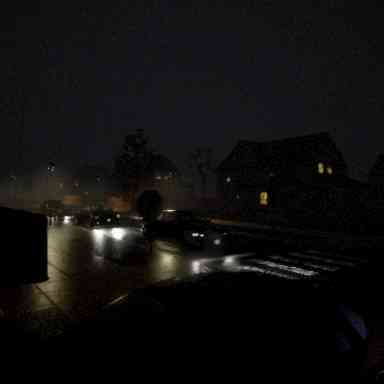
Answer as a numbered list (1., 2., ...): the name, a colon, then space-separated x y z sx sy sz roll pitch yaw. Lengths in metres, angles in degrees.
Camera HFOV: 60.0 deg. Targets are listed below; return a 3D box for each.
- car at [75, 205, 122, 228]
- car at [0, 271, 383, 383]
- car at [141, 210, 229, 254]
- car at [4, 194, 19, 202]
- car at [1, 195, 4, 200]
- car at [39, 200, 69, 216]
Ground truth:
1. car: -6.308 1.562 22.257 1.994 1.385 4.181 0 0 -36
2. car: 0.177 1.567 3.064 5.357 1.411 2.033 1 0 -35
3. car: -0.460 1.529 14.027 2.128 1.511 4.902 0 0 -34
4. car: -39.920 1.417 74.170 2.033 1.411 5.357 0 0 -36
5. car: -45.982 1.269 82.647 1.812 1.442 4.674 0 0 -36
6. car: -13.420 1.481 32.232 1.812 1.442 4.674 0 0 -36
